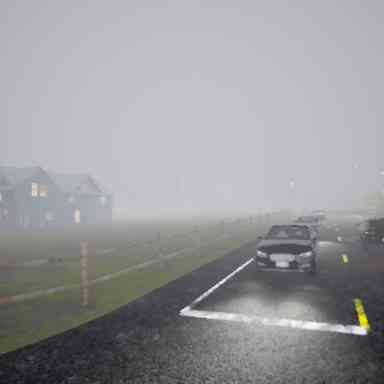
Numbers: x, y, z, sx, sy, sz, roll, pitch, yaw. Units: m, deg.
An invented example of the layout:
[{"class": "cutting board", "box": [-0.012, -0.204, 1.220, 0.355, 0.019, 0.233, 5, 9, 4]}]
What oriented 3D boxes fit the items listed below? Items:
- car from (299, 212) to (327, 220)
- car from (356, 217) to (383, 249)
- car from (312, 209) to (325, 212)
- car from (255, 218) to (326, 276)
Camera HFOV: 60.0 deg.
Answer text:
[{"class": "car", "box": [7.662, 2.275, 21.907, 1.994, 1.385, 4.181, -3, -3, 23]}, {"class": "car", "box": [9.271, 1.960, 16.452, 1.812, 1.442, 4.674, -3, -3, 23]}, {"class": "car", "box": [15.959, 2.859, 41.842, 2.033, 1.411, 5.357, -3, -3, 23]}, {"class": "car", "box": [3.537, 1.903, 11.920, 2.128, 1.511, 4.902, -3, -3, 22]}]
